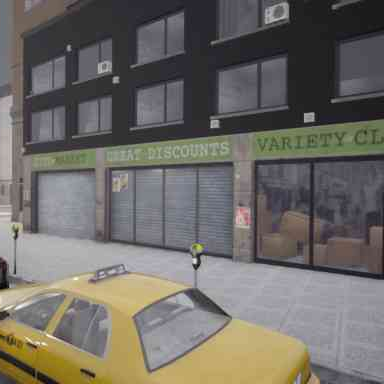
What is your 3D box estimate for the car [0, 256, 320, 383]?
[{"bbox_3d":[-1.129,1.525,3.884,4.829,1.417,1.752,0,1,35],"label":"car"}]
